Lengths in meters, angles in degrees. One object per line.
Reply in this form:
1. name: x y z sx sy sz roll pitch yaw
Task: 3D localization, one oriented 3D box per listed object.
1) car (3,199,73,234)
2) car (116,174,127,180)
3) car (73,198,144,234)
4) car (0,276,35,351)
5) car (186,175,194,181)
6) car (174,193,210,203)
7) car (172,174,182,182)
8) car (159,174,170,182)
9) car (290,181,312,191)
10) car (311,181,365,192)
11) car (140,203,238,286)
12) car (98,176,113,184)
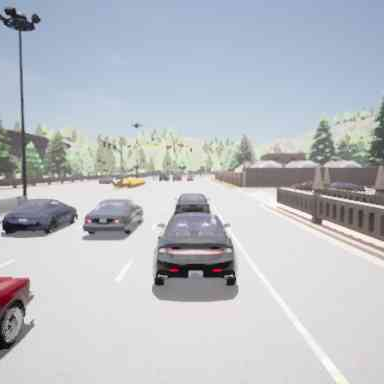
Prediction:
1. car: -6.973 1.013 15.697 1.994 1.385 4.181 0 4 0
2. car: -17.969 -3.654 85.094 2.150 2.045 5.566 0 4 0
3. car: -3.474 1.009 15.490 2.033 1.411 5.357 0 4 0
4. car: -3.413 1.573 3.141 1.895 1.301 4.718 0 1 0
5. car: -0.487 -3.489 88.315 1.895 1.301 4.718 0 4 0
6. car: 0.015 0.768 18.329 1.882 1.535 5.008 0 3 -1
7. car: -3.984 -3.836 87.856 2.150 2.045 5.566 0 4 0
8. car: -7.484 -3.835 87.836 2.150 2.045 5.566 0 4 0
9. car: 15.097 -0.727 43.100 4.674 1.442 1.812 0 4 2
10. car: 17.546 -0.483 39.533 5.357 1.411 2.033 0 4 2
11. car: 0.063 1.302 8.910 2.128 1.511 4.902 0 2 0
12. car: -17.876 -2.510 68.925 2.097 1.767 4.553 0 4 0
